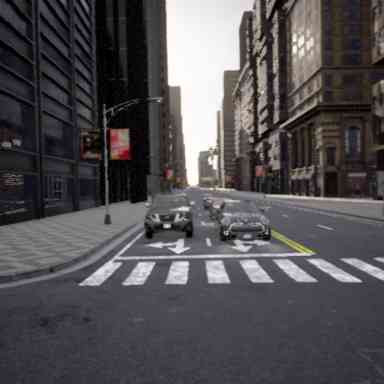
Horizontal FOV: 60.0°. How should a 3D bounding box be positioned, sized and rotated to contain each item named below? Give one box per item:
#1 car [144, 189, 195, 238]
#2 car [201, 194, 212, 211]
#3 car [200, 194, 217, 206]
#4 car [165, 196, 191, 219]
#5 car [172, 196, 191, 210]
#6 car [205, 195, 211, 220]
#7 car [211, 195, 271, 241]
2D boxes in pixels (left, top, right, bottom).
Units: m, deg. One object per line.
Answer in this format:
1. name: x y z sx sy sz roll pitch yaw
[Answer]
1. car: -1.073 1.072 17.054 2.150 2.045 5.566 -1 1 0
2. car: 2.160 1.146 34.456 1.994 1.385 4.181 -1 1 -1
3. car: 2.191 1.008 44.872 2.033 1.411 5.357 -1 1 1
4. car: -1.068 1.212 27.061 1.882 1.535 5.008 -1 1 0
5. car: -1.081 1.184 36.952 1.994 1.385 4.181 -1 1 0
6. car: 2.175 1.224 24.431 1.812 1.442 4.674 -1 1 0
7. car: 2.182 1.154 15.449 2.097 1.767 4.553 -1 1 0
